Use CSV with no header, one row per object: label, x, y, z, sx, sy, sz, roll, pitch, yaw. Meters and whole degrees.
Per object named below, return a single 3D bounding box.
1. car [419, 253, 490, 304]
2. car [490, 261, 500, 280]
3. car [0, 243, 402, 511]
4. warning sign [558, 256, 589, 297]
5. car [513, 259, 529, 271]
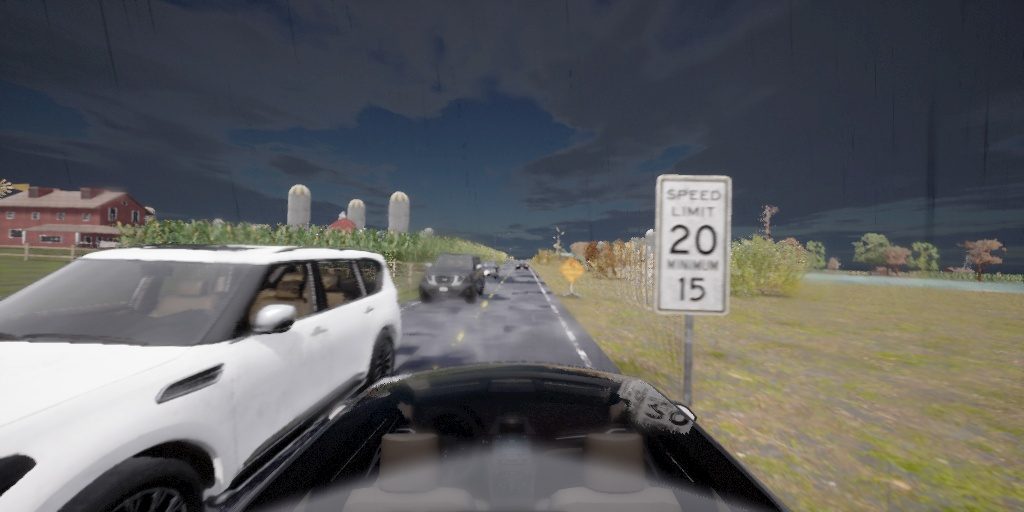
car,-2.488,0.896,16.277,2.150,2.045,5.566,2,0,2
car,-2.044,1.181,30.864,2.128,1.511,4.902,2,0,2
car,-2.852,0.894,3.519,2.150,2.045,5.566,2,0,2
warning sign,2.807,0.935,16.873,1.300,1.860,1.060,0,0,2
car,1.489,1.412,52.424,1.895,1.301,4.718,2,0,2
